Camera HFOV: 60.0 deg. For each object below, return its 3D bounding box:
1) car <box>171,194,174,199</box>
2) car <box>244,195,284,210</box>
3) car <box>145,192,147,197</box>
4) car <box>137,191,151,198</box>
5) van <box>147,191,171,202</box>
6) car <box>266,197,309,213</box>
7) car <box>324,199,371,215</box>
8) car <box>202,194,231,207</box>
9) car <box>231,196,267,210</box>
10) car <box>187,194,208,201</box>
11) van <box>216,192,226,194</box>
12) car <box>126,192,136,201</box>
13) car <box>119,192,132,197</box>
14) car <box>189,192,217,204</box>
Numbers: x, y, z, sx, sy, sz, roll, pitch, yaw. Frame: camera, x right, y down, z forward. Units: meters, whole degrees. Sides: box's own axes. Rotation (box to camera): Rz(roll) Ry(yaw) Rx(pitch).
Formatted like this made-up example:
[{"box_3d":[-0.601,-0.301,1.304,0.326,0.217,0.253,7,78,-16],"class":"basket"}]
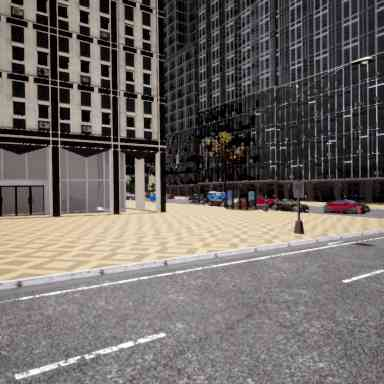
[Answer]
[{"box_3d":[-5.403,0.936,72.486,1.802,1.307,4.206,0,1,-35],"class":"car"},{"box_3d":[8.900,1.236,41.546,1.882,1.535,5.008,-1,1,-35],"class":"car"},{"box_3d":[-8.631,0.615,77.161,2.192,1.841,5.009,0,1,-35],"class":"car"},{"box_3d":[-11.859,0.686,81.840,1.967,1.590,4.097,0,1,-35],"class":"car"},{"box_3d":[-5.846,0.937,58.369,1.690,1.788,3.998,0,1,-35],"class":"van"},{"box_3d":[10.185,1.424,34.907,1.947,1.339,4.313,0,1,-35],"class":"car"},{"box_3d":[15.073,1.423,32.497,1.994,1.385,4.181,-1,1,-33],"class":"car"},{"box_3d":[3.792,1.320,44.308,1.947,1.339,4.313,0,1,-35],"class":"car"},{"box_3d":[6.971,1.388,39.597,1.802,1.307,4.206,0,1,-35],"class":"car"},{"box_3d":[1.052,1.043,63.129,1.802,1.307,4.206,0,1,-35],"class":"car"},{"box_3d":[4.279,0.855,58.448,1.690,1.788,3.998,0,1,-35],"class":"van"},{"box_3d":[-12.301,1.040,67.728,2.008,1.369,4.403,0,1,-35],"class":"car"},{"box_3d":[-18.313,0.689,91.198,2.008,1.369,4.403,0,1,-35],"class":"car"},{"box_3d":[1.341,1.142,52.530,1.837,1.490,4.892,-1,1,-34],"class":"car"}]
